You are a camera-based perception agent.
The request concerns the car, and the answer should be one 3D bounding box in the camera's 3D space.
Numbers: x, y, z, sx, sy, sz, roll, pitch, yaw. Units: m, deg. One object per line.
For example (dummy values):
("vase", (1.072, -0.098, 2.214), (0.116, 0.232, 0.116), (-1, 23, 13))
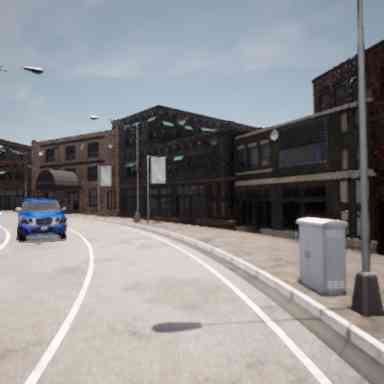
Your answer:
("car", (-8.148, 1.376, 17.983), (2.150, 2.045, 5.566), (1, -1, -27))
